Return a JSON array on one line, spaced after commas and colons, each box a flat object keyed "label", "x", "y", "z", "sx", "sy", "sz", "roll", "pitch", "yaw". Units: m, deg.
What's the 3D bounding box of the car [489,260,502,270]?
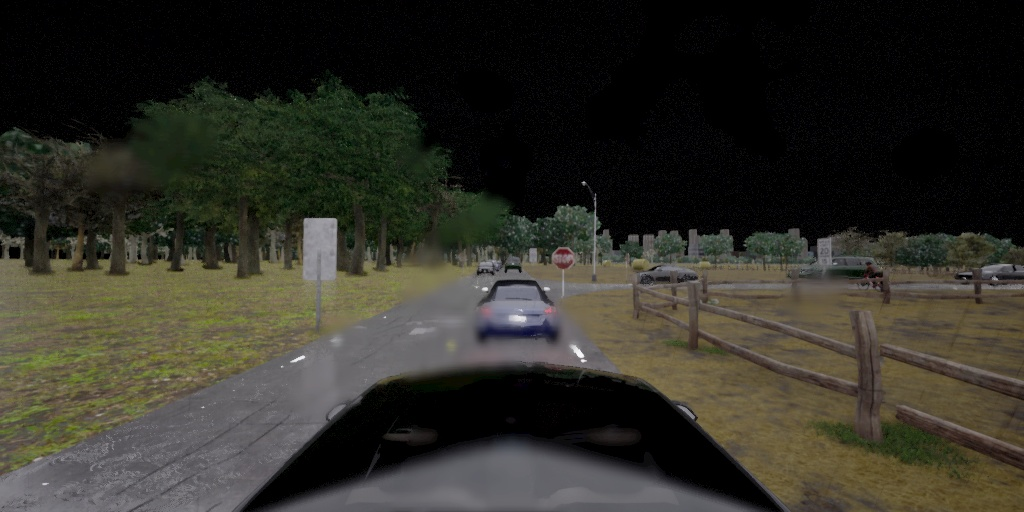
[{"label": "car", "x": -2.722, "y": 1.451, "z": 59.269, "sx": 1.882, "sy": 1.535, "sz": 5.008, "roll": 0, "pitch": 0, "yaw": 1}]

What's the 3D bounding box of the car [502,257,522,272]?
[{"label": "car", "x": 0.149, "y": 1.114, "z": 48.388, "sx": 2.150, "sy": 2.045, "sz": 5.566, "roll": 0, "pitch": 0, "yaw": 0}]

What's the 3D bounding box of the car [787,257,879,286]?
[{"label": "car", "x": 23.104, "y": 1.081, "z": 25.858, "sx": 5.566, "sy": 2.045, "sz": 2.150, "roll": 1, "pitch": -2, "yaw": 0}]

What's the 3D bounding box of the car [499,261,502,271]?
[{"label": "car", "x": -2.786, "y": 1.248, "z": 48.950, "sx": 2.097, "sy": 1.767, "sz": 4.553, "roll": 0, "pitch": 0, "yaw": 1}]

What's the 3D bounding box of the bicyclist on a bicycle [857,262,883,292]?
[{"label": "bicyclist on a bicycle", "x": 19.932, "y": 1.166, "z": 19.864, "sx": 0.582, "sy": 1.620, "sz": 1.656, "roll": 0, "pitch": 0, "yaw": 0}]

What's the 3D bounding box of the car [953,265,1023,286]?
[{"label": "car", "x": 35.020, "y": 1.378, "z": 25.858, "sx": 4.892, "sy": 1.490, "sz": 1.837, "roll": 0, "pitch": -2, "yaw": 0}]

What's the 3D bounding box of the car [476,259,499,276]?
[{"label": "car", "x": -2.799, "y": 1.341, "z": 39.424, "sx": 1.837, "sy": 1.490, "sz": 4.892, "roll": 0, "pitch": 0, "yaw": 0}]

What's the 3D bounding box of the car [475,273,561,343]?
[{"label": "car", "x": 0.114, "y": 1.321, "z": 9.663, "sx": 1.994, "sy": 1.385, "sz": 4.181, "roll": 0, "pitch": 0, "yaw": -1}]

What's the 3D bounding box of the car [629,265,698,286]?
[{"label": "car", "x": 10.807, "y": 1.361, "z": 25.723, "sx": 4.674, "sy": 1.442, "sz": 1.812, "roll": 0, "pitch": -2, "yaw": -2}]
